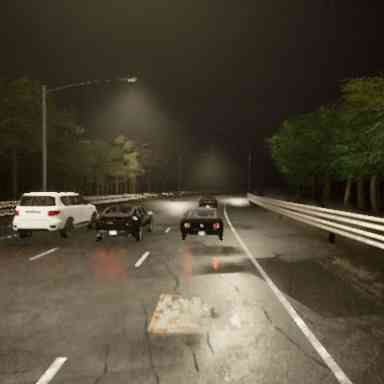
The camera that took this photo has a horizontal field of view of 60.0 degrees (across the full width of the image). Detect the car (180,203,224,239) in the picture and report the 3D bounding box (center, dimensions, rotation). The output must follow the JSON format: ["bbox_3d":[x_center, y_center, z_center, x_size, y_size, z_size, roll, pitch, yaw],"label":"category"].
[{"bbox_3d":[0.507,1.413,16.091,1.895,1.301,4.718,0,1,2],"label":"car"}]

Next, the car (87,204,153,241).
[{"bbox_3d":[-3.006,1.321,15.473,1.837,1.490,4.892,0,1,2],"label":"car"}]

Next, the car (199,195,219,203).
[{"bbox_3d":[1.711,1.110,33.919,1.837,1.490,4.892,0,1,5],"label":"car"}]

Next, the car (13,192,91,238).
[{"bbox_3d":[-6.477,1.024,16.457,2.150,2.045,5.566,0,1,2],"label":"car"}]
